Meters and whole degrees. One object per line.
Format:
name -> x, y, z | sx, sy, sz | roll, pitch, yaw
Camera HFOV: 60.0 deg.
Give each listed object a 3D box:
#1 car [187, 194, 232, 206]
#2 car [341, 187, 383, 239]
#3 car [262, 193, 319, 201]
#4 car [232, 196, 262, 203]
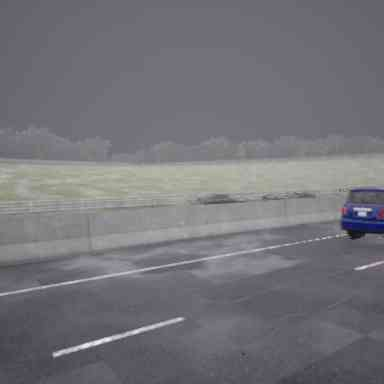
car -> 1.862, 0.934, 30.111 | 4.892, 1.490, 1.837 | -2, 1, -33
car -> 8.200, 0.778, 13.107 | 5.566, 2.045, 2.150 | -2, 1, -33
car -> 8.033, 0.852, 25.785 | 4.892, 1.490, 1.837 | -2, 1, -33
car -> 6.140, 0.946, 28.729 | 4.718, 1.301, 1.895 | -2, 1, -33
